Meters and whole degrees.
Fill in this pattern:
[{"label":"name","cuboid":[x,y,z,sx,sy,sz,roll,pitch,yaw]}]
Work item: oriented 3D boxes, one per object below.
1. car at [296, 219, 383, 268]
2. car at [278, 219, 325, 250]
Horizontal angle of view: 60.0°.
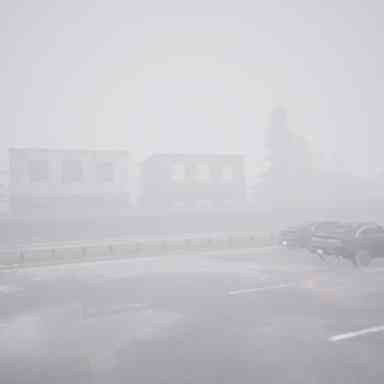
[{"label":"car","cuboid":[6.862,1.896,12.844,4.902,1.511,2.128,-1,-3,-21]},{"label":"car","cuboid":[6.598,2.102,16.481,4.892,1.490,1.837,-1,-3,-21]}]
